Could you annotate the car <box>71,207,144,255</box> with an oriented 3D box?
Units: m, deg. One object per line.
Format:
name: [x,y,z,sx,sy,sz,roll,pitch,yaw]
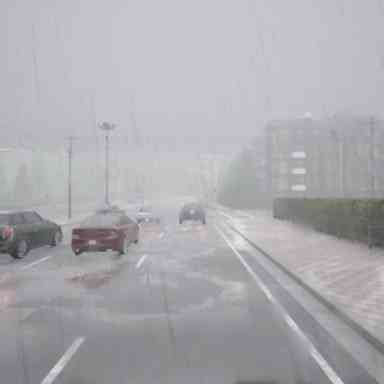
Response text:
car: [-3.467,1.636,14.124,1.882,1.535,5.008,0,0,0]

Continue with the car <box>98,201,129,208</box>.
car: [-7.009,1.826,28.424,1.837,1.490,4.892,0,0,0]

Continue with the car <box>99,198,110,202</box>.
car: [-23.250,2.467,88.647,1.882,1.535,5.008,0,-1,0]

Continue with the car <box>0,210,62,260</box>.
car: [-6.973,1.501,13.308,2.097,1.767,4.553,0,-1,0]

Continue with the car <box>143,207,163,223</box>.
car: [-3.507,1.917,28.185,1.895,1.301,4.718,0,-1,0]

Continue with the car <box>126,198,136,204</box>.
car: [-16.250,2.345,88.672,2.097,1.767,4.553,0,-1,0]

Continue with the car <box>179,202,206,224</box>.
car: [0.104,1.669,28.378,2.097,1.767,4.553,0,-1,2]
